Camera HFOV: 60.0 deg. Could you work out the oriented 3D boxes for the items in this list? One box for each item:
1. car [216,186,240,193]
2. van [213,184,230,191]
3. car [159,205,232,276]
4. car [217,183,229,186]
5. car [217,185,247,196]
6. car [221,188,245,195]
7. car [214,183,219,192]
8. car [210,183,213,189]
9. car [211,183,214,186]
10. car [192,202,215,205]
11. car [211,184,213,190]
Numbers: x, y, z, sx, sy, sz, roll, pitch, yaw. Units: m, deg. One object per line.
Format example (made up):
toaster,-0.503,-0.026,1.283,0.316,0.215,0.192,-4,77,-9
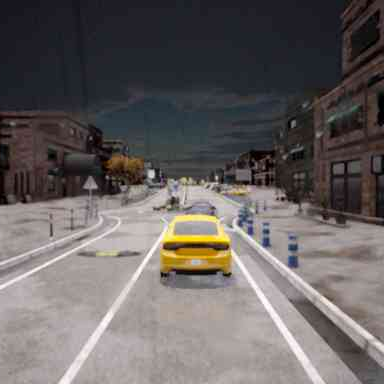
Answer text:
car,8.092,-0.484,75.131,5.008,1.535,2.097,0,2,-1
van,8.014,-1.326,91.527,4.442,1.987,1.878,0,2,-1
car,0.103,1.436,10.368,1.882,1.535,5.008,0,2,0
car,8.118,-0.374,69.619,4.553,1.767,2.185,0,2,-1
car,8.027,-0.001,64.116,5.366,1.575,1.946,0,3,-1
car,8.185,-0.085,66.875,4.674,1.452,2.002,0,3,-1
car,8.148,-0.619,72.367,5.566,2.045,2.435,0,2,-1
car,7.934,-1.010,88.900,5.008,1.535,2.097,0,2,-1
car,7.930,-0.882,86.147,4.792,1.488,2.163,0,2,-1
car,0.804,1.398,24.704,1.994,1.385,4.181,0,1,9
car,7.999,-0.809,83.393,4.892,1.521,2.231,0,2,-1
